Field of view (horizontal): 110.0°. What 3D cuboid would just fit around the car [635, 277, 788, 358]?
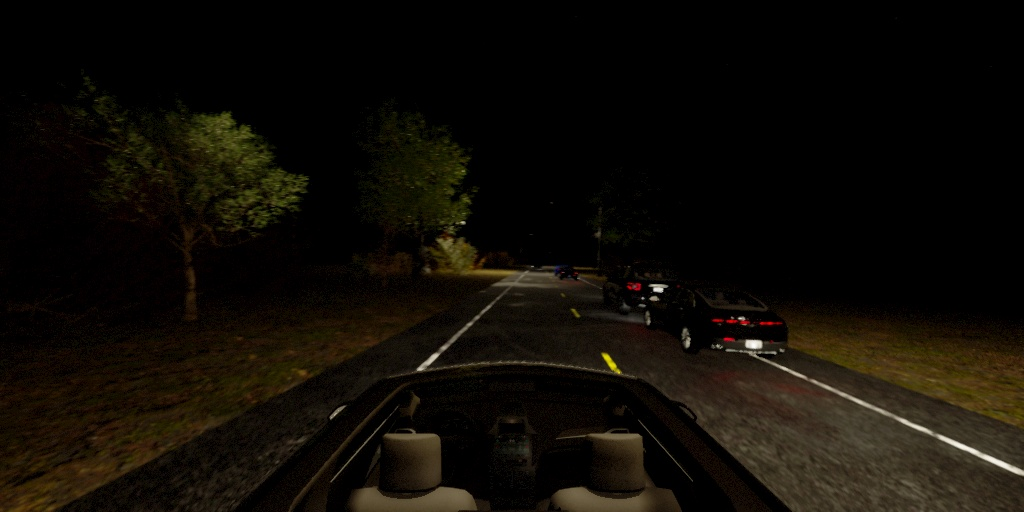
[{"bbox_3d":[4.972,1.536,9.511,1.837,1.490,4.892,2,-1,4],"label":"car"}]

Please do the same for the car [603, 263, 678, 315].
[{"bbox_3d":[5.428,1.339,15.528,2.150,2.045,5.566,2,-1,4],"label":"car"}]

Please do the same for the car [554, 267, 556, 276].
[{"bbox_3d":[6.962,2.013,50.344,1.882,1.535,5.008,2,0,4],"label":"car"}]

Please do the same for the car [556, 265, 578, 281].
[{"bbox_3d":[6.229,1.928,39.929,1.812,1.442,4.674,2,0,5],"label":"car"}]
